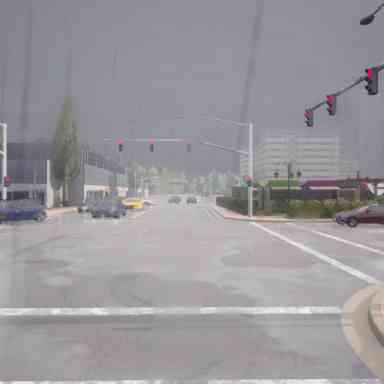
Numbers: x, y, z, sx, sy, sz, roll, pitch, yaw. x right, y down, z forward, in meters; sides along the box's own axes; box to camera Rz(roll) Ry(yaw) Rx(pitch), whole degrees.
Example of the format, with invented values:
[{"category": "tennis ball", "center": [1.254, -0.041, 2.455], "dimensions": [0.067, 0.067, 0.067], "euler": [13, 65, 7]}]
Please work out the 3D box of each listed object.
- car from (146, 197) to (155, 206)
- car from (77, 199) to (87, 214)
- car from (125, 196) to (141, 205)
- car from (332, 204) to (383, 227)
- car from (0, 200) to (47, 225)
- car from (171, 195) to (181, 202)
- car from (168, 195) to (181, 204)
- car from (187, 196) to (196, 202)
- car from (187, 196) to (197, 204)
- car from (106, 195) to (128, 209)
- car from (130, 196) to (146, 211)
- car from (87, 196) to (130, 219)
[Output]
[{"category": "car", "center": [-7.134, 1.544, 54.638], "dimensions": [1.812, 1.442, 4.674], "euler": [0, 0, 0]}, {"category": "car", "center": [-10.635, 1.503, 35.377], "dimensions": [2.128, 1.511, 4.902], "euler": [0, 0, 0]}, {"category": "car", "center": [-10.630, 1.524, 60.164], "dimensions": [1.837, 1.490, 4.892], "euler": [0, 0, 0]}, {"category": "car", "center": [11.783, 1.533, 21.989], "dimensions": [4.674, 1.442, 1.812], "euler": [0, 0, 1]}, {"category": "car", "center": [-12.874, 1.359, 23.725], "dimensions": [2.097, 1.767, 4.553], "euler": [0, 0, 32]}, {"category": "car", "center": [-3.578, 1.450, 74.914], "dimensions": [1.994, 1.385, 4.181], "euler": [0, 0, 0]}, {"category": "car", "center": [-3.568, 1.569, 64.641], "dimensions": [2.033, 1.411, 5.357], "euler": [0, 0, 0]}, {"category": "car", "center": [-0.078, 1.492, 74.950], "dimensions": [1.895, 1.301, 4.718], "euler": [0, 0, 0]}, {"category": "car", "center": [-0.068, 1.513, 64.645], "dimensions": [2.128, 1.511, 4.902], "euler": [0, 0, 0]}, {"category": "car", "center": [-10.643, 1.368, 47.448], "dimensions": [2.097, 1.767, 4.553], "euler": [0, 0, 0]}, {"category": "car", "center": [-7.137, 1.491, 40.235], "dimensions": [1.882, 1.535, 5.008], "euler": [0, 0, 0]}, {"category": "car", "center": [-7.125, 1.362, 28.854], "dimensions": [2.097, 1.767, 4.553], "euler": [0, 0, 0]}]
